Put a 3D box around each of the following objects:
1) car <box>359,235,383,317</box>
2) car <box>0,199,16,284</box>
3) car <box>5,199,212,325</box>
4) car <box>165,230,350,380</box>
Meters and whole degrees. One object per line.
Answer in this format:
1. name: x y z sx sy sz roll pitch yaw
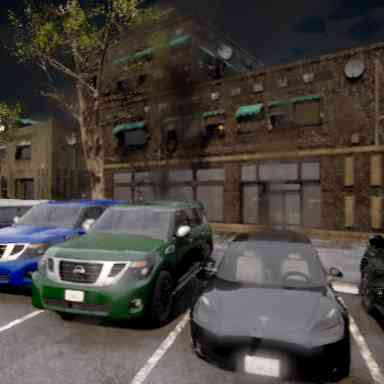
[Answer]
1. car: 3.797 1.240 4.255 2.435 2.045 5.566 0 -1 16
2. car: -3.412 1.245 9.377 2.435 2.045 5.566 1 -1 16
3. car: -1.009 1.243 7.650 2.435 2.045 5.566 1 -1 16
4. car: 1.404 1.522 5.923 2.163 1.488 4.792 1 -1 15
